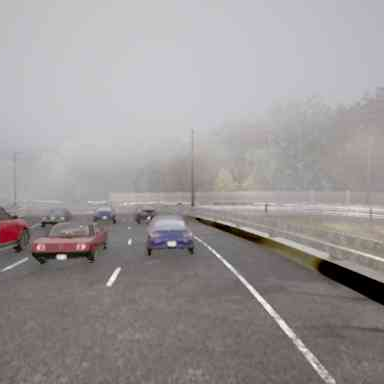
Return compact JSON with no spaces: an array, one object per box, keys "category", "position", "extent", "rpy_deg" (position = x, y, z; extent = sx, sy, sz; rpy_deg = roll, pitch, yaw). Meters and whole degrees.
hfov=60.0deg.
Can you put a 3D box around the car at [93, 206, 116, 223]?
[{"category":"car","position":[-7.700,1.934,29.310],"extent":[1.812,1.442,4.674],"rpy_deg":[0,-1,-16]}]

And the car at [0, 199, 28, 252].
[{"category":"car","position":[-7.757,1.407,11.822],"extent":[2.150,2.045,5.566],"rpy_deg":[0,0,-6]}]

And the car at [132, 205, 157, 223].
[{"category":"car","position":[-4.115,1.903,29.477],"extent":[1.837,1.490,4.892],"rpy_deg":[0,0,-15]}]

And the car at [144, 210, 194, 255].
[{"category":"car","position":[-1.022,1.714,14.233],"extent":[1.812,1.442,4.674],"rpy_deg":[0,0,-8]}]

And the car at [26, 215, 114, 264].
[{"category":"car","position":[-4.333,1.782,12.631],"extent":[1.895,1.301,4.718],"rpy_deg":[0,-1,-7]}]

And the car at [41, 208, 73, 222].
[{"category":"car","position":[-10.358,1.921,25.759],"extent":[2.033,1.411,5.357],"rpy_deg":[0,-1,-14]}]
